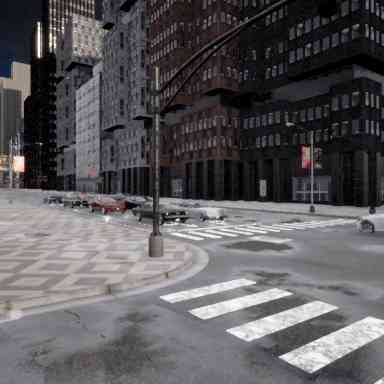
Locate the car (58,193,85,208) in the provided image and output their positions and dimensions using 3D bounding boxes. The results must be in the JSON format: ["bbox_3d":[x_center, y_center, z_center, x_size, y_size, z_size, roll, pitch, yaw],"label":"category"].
[{"bbox_3d":[-13.114,1.089,37.377,1.895,1.301,4.718,0,1,-36],"label":"car"}]

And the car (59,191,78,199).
[{"bbox_3d":[-23.706,0.608,63.560,2.033,1.411,5.357,0,1,-36],"label":"car"}]

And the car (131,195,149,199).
[{"bbox_3d":[-5.043,1.096,31.714,1.882,1.535,5.008,0,1,-36],"label":"car"}]

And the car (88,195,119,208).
[{"bbox_3d":[-10.533,1.083,39.352,1.895,1.301,4.718,0,1,-36],"label":"car"}]

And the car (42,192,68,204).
[{"bbox_3d":[-19.336,0.876,46.087,2.033,1.411,5.357,0,1,-35],"label":"car"}]

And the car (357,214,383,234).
[{"bbox_3d":[10.475,1.446,16.049,1.812,1.442,4.674,0,1,-36],"label":"car"}]

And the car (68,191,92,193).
[{"bbox_3d":[-16.491,0.682,47.691,2.097,1.767,4.553,0,1,-36],"label":"car"}]

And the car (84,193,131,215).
[{"bbox_3d":[-7.638,1.101,29.753,1.882,1.535,5.008,0,1,-36],"label":"car"}]

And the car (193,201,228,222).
[{"bbox_3d":[0.441,1.351,24.089,1.895,1.301,4.718,0,1,-36],"label":"car"}]

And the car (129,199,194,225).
[{"bbox_3d":[-2.156,1.356,22.133,1.895,1.301,4.718,0,1,-36],"label":"car"}]

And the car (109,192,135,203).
[{"bbox_3d":[-10.912,0.818,51.342,2.128,1.511,4.902,0,1,-36],"label":"car"}]
